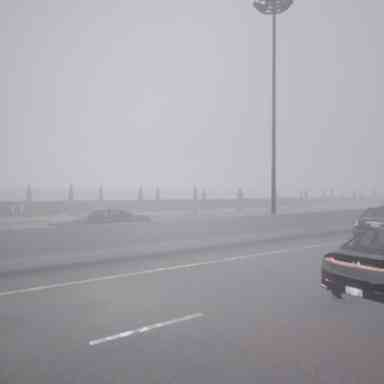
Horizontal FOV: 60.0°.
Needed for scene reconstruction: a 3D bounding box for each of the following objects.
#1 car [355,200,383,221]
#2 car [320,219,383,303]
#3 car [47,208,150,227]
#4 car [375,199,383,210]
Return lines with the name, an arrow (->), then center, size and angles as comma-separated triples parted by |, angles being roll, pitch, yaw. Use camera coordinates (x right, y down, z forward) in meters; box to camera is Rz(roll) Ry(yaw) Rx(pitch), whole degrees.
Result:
car -> 8.987, 1.382, 14.449 | 4.553, 1.767, 2.097 | 0, 0, -36
car -> 4.769, 1.507, 7.145 | 4.902, 1.511, 2.128 | 0, 0, -35
car -> -4.822, 1.560, 17.747 | 5.357, 1.411, 2.033 | 0, 0, -35
car -> 26.932, 1.657, 45.354 | 4.181, 1.385, 1.994 | 0, 0, -37
